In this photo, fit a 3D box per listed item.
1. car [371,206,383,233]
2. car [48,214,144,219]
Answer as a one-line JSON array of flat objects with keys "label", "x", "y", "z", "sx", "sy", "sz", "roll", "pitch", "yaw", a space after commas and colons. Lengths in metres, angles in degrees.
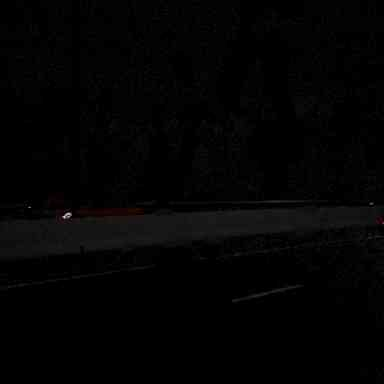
[{"label": "car", "x": 11.050, "y": 1.465, "z": 15.492, "sx": 5.357, "sy": 1.411, "sz": 2.033, "roll": 0, "pitch": 1, "yaw": -29}, {"label": "car", "x": -4.823, "y": 1.118, "z": 17.584, "sx": 4.553, "sy": 1.767, "sz": 2.097, "roll": 0, "pitch": 1, "yaw": -34}]
